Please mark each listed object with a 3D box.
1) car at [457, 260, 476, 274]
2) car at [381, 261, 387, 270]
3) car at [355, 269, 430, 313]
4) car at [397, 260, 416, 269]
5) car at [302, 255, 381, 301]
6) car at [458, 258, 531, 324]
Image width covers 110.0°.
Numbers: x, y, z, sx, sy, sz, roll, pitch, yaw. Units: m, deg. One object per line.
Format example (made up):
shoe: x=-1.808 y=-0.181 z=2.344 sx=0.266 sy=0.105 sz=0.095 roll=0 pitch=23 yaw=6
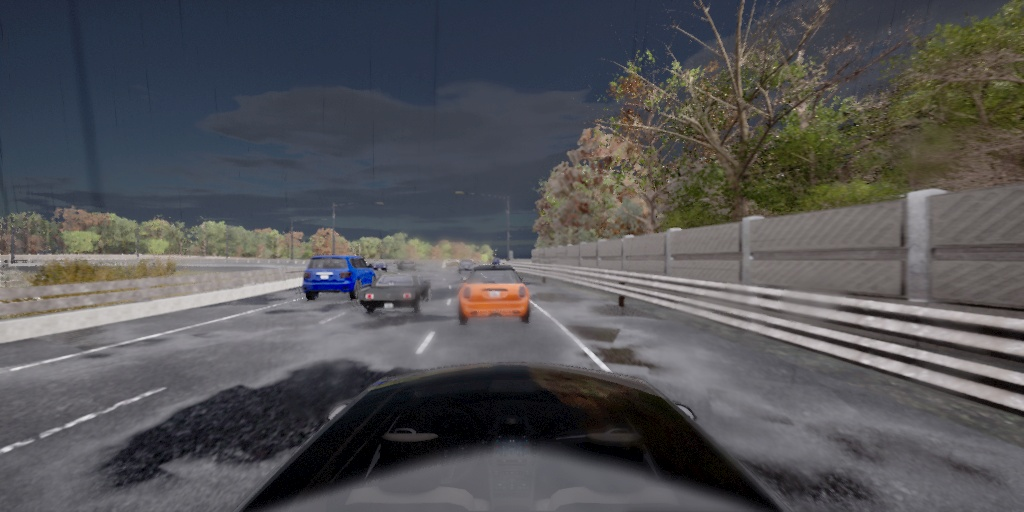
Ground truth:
car: x=-5.264 y=1.270 z=42.051 sx=2.033 sy=1.411 sz=5.357 roll=0 pitch=0 yaw=-6
car: x=-17.686 y=1.363 z=47.277 sx=1.895 sy=1.301 sz=4.718 roll=0 pitch=0 yaw=-26
car: x=-4.329 y=1.352 z=14.071 sx=1.895 sy=1.301 sz=4.718 roll=0 pitch=0 yaw=-7
car: x=-14.112 y=1.240 z=47.847 sx=2.128 sy=1.511 sz=4.902 roll=0 pitch=0 yaw=-25
car: x=-8.386 y=0.983 z=17.873 sx=2.150 sy=2.045 sz=5.566 roll=0 pitch=0 yaw=-9
car: x=-0.654 y=1.092 z=12.194 sx=2.097 sy=1.767 sz=4.553 roll=0 pitch=0 yaw=-5
